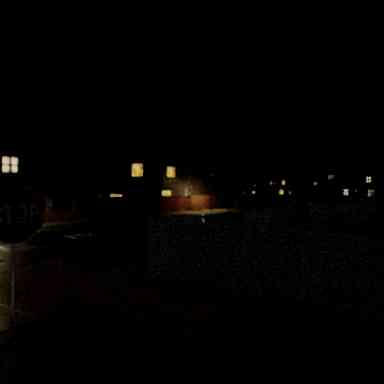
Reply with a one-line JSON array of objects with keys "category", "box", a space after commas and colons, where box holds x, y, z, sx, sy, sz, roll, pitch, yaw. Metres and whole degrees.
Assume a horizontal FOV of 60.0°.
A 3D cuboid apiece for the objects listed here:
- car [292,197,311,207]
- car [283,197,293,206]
[{"category": "car", "box": [15.121, 1.612, 45.555, 1.994, 1.385, 4.181, 1, 0, 16]}, {"category": "car", "box": [16.564, 1.540, 55.472, 1.812, 1.442, 4.674, 1, 0, 2]}]
